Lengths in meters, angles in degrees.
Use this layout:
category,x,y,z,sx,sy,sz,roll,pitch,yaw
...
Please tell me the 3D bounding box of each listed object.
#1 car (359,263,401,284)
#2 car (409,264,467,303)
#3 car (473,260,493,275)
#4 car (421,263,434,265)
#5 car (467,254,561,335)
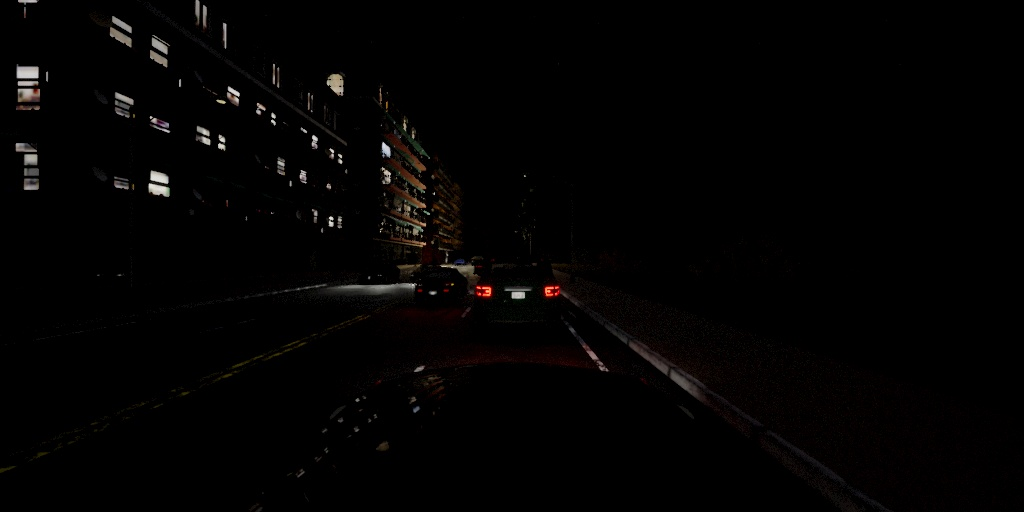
category,x,y,z,sx,sy,sz,roll,pitch,yaw
car,-9.854,1.259,27.116,1.837,1.490,4.892,0,0,0
car,-3.154,1.278,16.584,1.812,1.442,4.674,0,0,0
car,-3.153,1.259,40.146,1.837,1.490,4.892,0,0,0
car,-6.604,1.301,28.589,2.033,1.411,5.357,0,0,0
car,0.100,0.973,10.715,2.150,2.045,5.566,0,0,-1
